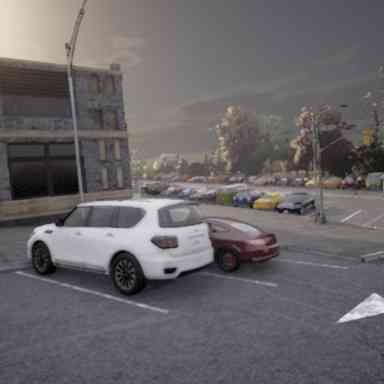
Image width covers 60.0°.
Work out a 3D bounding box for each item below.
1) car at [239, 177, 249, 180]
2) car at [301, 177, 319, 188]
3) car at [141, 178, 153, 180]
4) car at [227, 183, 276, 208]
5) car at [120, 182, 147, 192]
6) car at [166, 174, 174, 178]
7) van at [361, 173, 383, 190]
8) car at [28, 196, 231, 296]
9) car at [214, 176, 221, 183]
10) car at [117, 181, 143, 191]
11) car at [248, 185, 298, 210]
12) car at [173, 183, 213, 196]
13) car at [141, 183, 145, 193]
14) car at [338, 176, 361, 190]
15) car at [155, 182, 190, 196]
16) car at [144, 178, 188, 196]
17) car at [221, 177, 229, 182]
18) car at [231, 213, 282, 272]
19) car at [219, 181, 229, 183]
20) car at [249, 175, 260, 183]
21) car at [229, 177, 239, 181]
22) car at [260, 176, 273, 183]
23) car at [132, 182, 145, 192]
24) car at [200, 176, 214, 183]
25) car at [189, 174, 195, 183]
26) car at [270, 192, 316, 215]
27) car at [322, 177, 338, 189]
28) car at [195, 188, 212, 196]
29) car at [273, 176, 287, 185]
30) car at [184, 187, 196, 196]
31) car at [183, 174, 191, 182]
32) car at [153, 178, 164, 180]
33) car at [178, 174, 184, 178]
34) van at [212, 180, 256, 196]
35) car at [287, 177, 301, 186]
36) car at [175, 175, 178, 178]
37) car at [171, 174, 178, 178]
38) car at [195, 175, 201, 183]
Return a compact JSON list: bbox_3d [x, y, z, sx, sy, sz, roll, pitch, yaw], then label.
[{"bbox_3d":[11.444,-2.218,61.503,2.185,1.767,4.553,2,6,43],"label":"car"},{"bbox_3d":[18.198,-1.438,48.263,1.946,1.575,5.366,1,6,42],"label":"car"},{"bbox_3d":[-10.596,-1.119,65.173,2.185,1.767,4.553,1,7,44],"label":"car"},{"bbox_3d":[5.983,0.451,32.967,2.185,1.767,4.553,0,6,41],"label":"car"},{"bbox_3d":[-11.880,-1.133,67.909,2.231,1.521,4.892,1,7,45],"label":"car"},{"bbox_3d":[-3.848,-3.757,93.549,5.366,1.575,1.946,-7,6,-44],"label":"car"},{"bbox_3d":[22.548,-1.304,40.542,1.878,1.987,4.442,1,6,41],"label":"van"},{"bbox_3d":[-2.074,1.222,8.864,5.566,2.045,2.435,-1,0,35],"label":"car"},{"bbox_3d":[7.502,-2.466,69.473,2.163,1.488,4.792,1,6,44],"label":"car"},{"bbox_3d":[-13.170,-1.274,70.635,2.097,1.535,5.008,0,7,45],"label":"car"},{"bbox_3d":[7.621,0.667,30.516,1.946,1.575,5.366,0,6,40],"label":"car"},{"bbox_3d":[0.220,0.118,43.595,2.002,1.452,4.674,0,6,42],"label":"car"},{"bbox_3d":[-5.330,-0.443,54.316,2.097,1.535,5.008,0,7,43],"label":"car"},{"bbox_3d":[21.149,-1.330,43.191,2.185,1.767,4.553,0,5,41],"label":"car"},{"bbox_3d":[-2.576,-0.140,48.940,2.002,1.452,4.674,1,7,43],"label":"car"},{"bbox_3d":[-3.966,-0.564,51.626,2.435,2.045,5.566,0,7,43],"label":"car"},{"bbox_3d":[8.763,-2.324,66.761,2.163,1.488,4.792,2,6,44],"label":"car"},{"bbox_3d":[0.431,1.500,10.577,4.674,1.452,2.002,-1,0,35],"label":"car"},{"bbox_3d":[5.614,-0.213,43.628,1.812,1.442,4.674,-6,5,-28],"label":"car"},{"bbox_3d":[12.896,-1.979,58.996,1.946,1.575,5.366,1,6,43],"label":"car"},{"bbox_3d":[10.088,-2.222,64.133,2.097,1.535,5.008,1,6,44],"label":"car"},{"bbox_3d":[14.106,-1.952,56.202,2.185,1.767,4.553,1,6,43],"label":"car"},{"bbox_3d":[-7.991,-0.715,59.729,2.097,1.535,5.008,1,7,44],"label":"car"},{"bbox_3d":[4.917,-2.768,74.781,2.097,1.535,5.008,1,6,45],"label":"car"},{"bbox_3d":[2.416,-3.050,80.155,4.892,1.521,2.231,-7,6,-44],"label":"car"},{"bbox_3d":[8.829,0.860,27.710,2.163,1.488,4.792,0,7,40],"label":"car"},{"bbox_3d":[19.862,-1.349,45.949,1.946,1.575,5.366,1,5,41],"label":"car"},{"bbox_3d":[3.079,0.330,38.275,2.231,1.521,4.892,0,6,41],"label":"car"},{"bbox_3d":[15.511,-1.662,53.616,2.002,1.452,4.674,1,6,42],"label":"car"},{"bbox_3d":[1.653,0.243,40.934,2.002,1.452,4.674,0,7,41],"label":"car"},{"bbox_3d":[1.056,-3.180,82.720,5.366,1.575,1.946,-7,6,-44],"label":"car"},{"bbox_3d":[-6.724,-1.439,68.060,1.812,1.442,4.674,-6,5,-25],"label":"car"},{"bbox_3d":[-0.041,-3.590,85.557,5.566,2.045,2.435,-7,6,-44],"label":"car"},{"bbox_3d":[4.598,0.213,35.704,1.878,1.987,4.442,0,6,41],"label":"van"},{"bbox_3d":[16.907,-1.536,51.008,2.002,1.452,4.674,1,6,42],"label":"car"},{"bbox_3d":[-1.287,-3.450,88.241,4.792,1.488,2.163,-7,6,-44],"label":"car"},{"bbox_3d":[-2.473,-3.600,90.996,4.792,1.488,2.163,-7,6,-44],"label":"car"},{"bbox_3d":[3.638,-3.032,77.437,4.553,1.767,2.185,-7,6,-44],"label":"car"}]
